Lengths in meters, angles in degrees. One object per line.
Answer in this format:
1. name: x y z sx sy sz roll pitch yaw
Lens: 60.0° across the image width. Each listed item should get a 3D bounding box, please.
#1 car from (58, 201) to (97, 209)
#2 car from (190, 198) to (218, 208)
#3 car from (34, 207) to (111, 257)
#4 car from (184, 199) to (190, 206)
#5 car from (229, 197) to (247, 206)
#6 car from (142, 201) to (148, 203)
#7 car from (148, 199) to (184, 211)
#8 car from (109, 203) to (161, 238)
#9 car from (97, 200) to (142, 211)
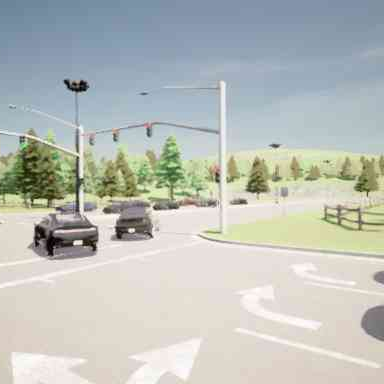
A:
1. car: -14.414 1.868 41.763 2.033 1.411 5.357 -1 0 35
2. car: 2.435 1.753 53.720 2.128 1.511 4.902 -1 0 35
3. car: -5.304 1.600 13.781 2.128 1.511 4.902 -1 0 -32
4. car: -1.101 1.887 60.802 1.994 1.385 4.181 -1 0 36
5. car: 8.703 1.753 62.602 2.128 1.511 4.902 -1 0 35
6. car: -8.681 1.870 50.007 2.033 1.411 5.357 -1 0 35
7. car: -3.508 1.824 45.206 1.994 1.385 4.181 -1 0 34
8. car: -2.978 1.624 18.488 1.837 1.490 4.892 -5 0 -2
9. car: -8.278 1.822 38.325 1.994 1.385 4.181 -1 0 35
